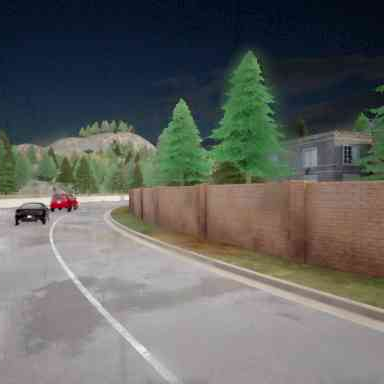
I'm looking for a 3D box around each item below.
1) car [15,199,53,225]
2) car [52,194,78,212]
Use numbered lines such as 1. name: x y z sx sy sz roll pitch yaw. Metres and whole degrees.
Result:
1. car: -11.586 1.478 24.393 1.882 1.535 5.008 0 0 -19
2. car: -14.968 1.222 39.153 2.150 2.045 5.566 0 0 -8
